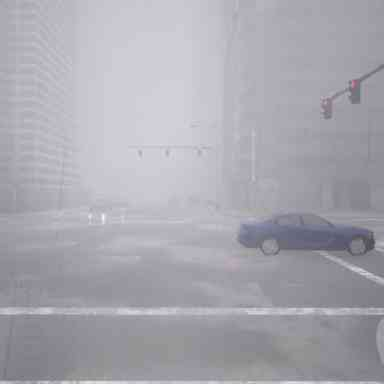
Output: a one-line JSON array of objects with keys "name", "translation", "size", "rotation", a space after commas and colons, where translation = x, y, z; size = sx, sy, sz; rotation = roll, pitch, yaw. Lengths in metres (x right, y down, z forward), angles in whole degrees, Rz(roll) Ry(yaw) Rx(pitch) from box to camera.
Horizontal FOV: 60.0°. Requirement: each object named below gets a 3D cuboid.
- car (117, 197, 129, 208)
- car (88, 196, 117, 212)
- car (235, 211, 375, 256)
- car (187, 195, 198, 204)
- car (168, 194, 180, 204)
[{"name": "car", "translation": [-10.630, 1.526, 49.627], "size": [1.812, 1.442, 4.674], "rotation": [0, 0, 0]}, {"name": "car", "translation": [-10.632, 1.505, 39.367], "size": [1.837, 1.490, 4.892], "rotation": [0, 0, 0]}, {"name": "car", "translation": [4.163, 1.478, 12.493], "size": [5.008, 1.535, 1.882], "rotation": [0, 0, 0]}, {"name": "car", "translation": [0.050, 1.352, 63.498], "size": [2.097, 1.767, 4.553], "rotation": [0, 0, 0]}, {"name": "car", "translation": [-3.454, 1.352, 63.494], "size": [2.097, 1.767, 4.553], "rotation": [0, 0, 0]}]
